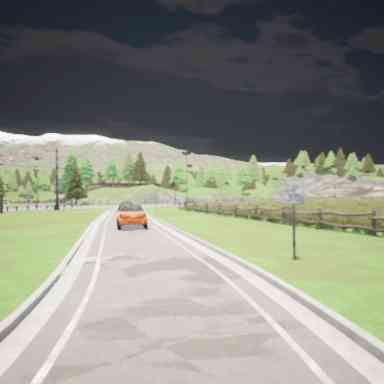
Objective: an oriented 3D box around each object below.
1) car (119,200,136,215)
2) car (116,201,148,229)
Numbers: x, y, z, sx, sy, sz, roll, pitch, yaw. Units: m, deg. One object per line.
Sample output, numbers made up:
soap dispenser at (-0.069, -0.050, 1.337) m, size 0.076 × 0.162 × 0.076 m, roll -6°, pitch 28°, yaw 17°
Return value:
car at (-8.537, 1.990, 43.730) m, size 2.097 × 1.767 × 4.553 m, roll -1°, pitch -1°, yaw -11°
car at (-4.539, 1.712, 24.857) m, size 2.097 × 1.767 × 4.553 m, roll -1°, pitch -1°, yaw -13°
